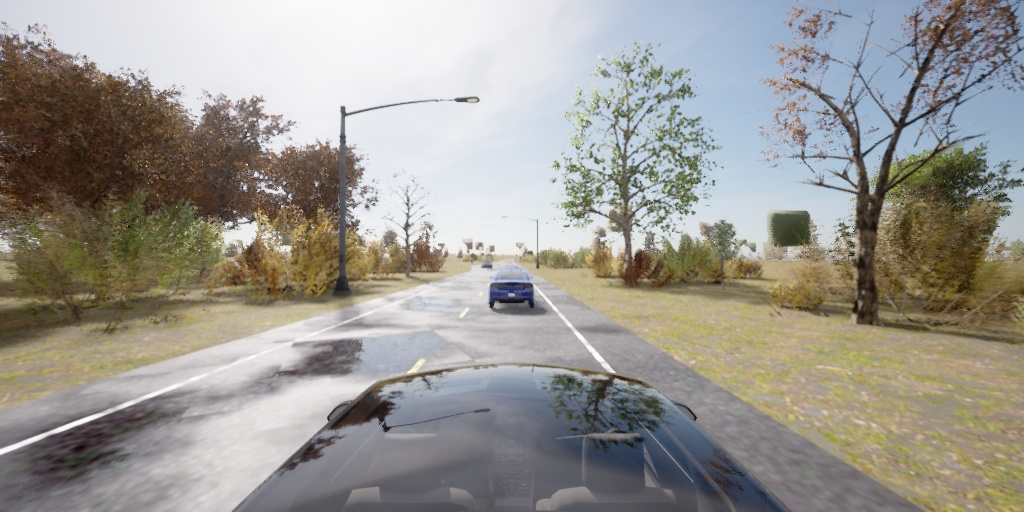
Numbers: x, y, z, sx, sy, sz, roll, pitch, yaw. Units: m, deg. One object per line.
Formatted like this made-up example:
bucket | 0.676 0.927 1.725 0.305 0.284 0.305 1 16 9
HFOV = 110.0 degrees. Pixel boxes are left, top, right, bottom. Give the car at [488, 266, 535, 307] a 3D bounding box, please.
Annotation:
car | -0.019 1.362 16.340 1.882 1.535 5.008 0 0 0
